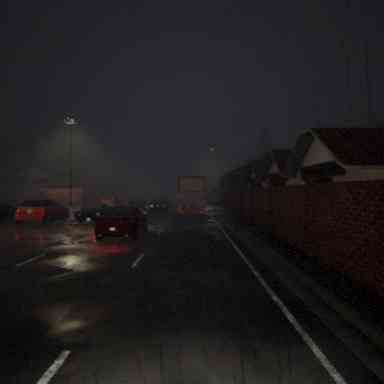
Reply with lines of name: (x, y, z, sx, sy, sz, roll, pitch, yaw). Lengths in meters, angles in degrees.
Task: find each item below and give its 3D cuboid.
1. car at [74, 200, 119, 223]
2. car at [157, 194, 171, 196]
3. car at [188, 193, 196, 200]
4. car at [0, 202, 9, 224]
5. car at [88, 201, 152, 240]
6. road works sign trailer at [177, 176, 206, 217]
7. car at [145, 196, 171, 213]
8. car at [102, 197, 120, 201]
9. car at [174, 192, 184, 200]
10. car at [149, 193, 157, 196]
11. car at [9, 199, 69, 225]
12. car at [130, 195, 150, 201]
car: (-6.901, 1.524, 24.372, 1.895, 1.301, 4.718, 0, 0, 0)
car: (-7.005, 1.260, 86.001, 2.033, 1.411, 5.357, 0, 0, 0)
car: (-0.005, 1.221, 86.002, 1.837, 1.490, 4.892, 0, 0, 0)
car: (-14.034, 1.450, 24.012, 1.812, 1.442, 4.674, 0, 0, -2)
car: (-3.402, 1.425, 16.689, 1.882, 1.535, 5.008, 0, 0, 0)
road works sign trailer: (-0.001, 0.373, 29.224, 2.380, 3.560, 2.880, 0, 0, 0)
car: (-3.402, 1.436, 35.624, 2.033, 1.411, 5.357, 0, 0, 0)
car: (-10.401, 1.345, 42.527, 1.882, 1.535, 5.008, 0, 0, 0)
car: (-3.505, 0.946, 86.031, 2.150, 2.045, 5.566, 0, 0, 0)
car: (-10.505, 1.260, 86.000, 2.033, 1.411, 5.357, 0, 0, 0)
car: (-10.401, 1.279, 23.430, 2.097, 1.767, 4.553, 0, 0, 0)
car: (-6.915, 1.394, 42.228, 1.812, 1.442, 4.674, 0, 0, 0)
